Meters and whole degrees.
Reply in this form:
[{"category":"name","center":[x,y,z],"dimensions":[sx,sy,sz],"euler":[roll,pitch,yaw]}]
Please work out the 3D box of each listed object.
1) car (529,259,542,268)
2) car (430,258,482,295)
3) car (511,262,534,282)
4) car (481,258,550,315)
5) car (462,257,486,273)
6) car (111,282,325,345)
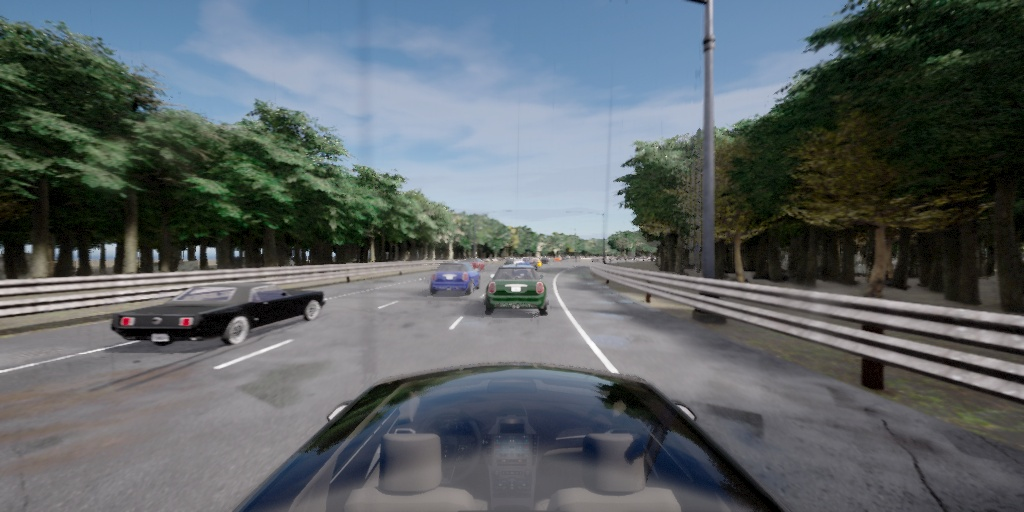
[{"category":"car","center":[3.944,1.213,60.144],"dimensions":[1.882,1.535,5.008],"euler":[0,0,8]},{"category":"car","center":[-3.002,1.100,19.897],"dimensions":[2.097,1.767,4.553],"euler":[0,0,2]},{"category":"car","center":[0.953,1.284,30.065],"dimensions":[1.812,1.442,4.674],"euler":[0,0,4]},{"category":"car","center":[0.191,1.104,13.826],"dimensions":[2.097,1.767,4.553],"euler":[0,0,2]},{"category":"car","center":[-4.748,1.091,45.209],"dimensions":[2.097,1.767,4.553],"euler":[1,0,6]},{"category":"car","center":[-6.964,1.339,9.379],"dimensions":[1.895,1.301,4.718],"euler":[0,0,1]}]
